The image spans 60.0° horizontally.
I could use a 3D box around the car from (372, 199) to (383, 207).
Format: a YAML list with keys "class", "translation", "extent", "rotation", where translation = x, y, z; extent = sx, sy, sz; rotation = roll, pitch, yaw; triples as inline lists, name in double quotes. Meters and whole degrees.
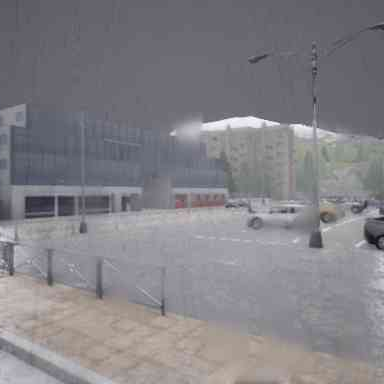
- class: "car"
  translation: [28.232, 1.637, 52.842]
  extent: [3.633, 1.501, 1.845]
  rotation: [-1, 0, 35]

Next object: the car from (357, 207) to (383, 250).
- class: "car"
  translation: [8.815, 1.488, 12.227]
  extent: [4.514, 1.523, 2.007]
  rotation: [-1, 0, 35]

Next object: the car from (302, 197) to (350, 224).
- class: "car"
  translation: [8.628, 1.413, 24.714]
  extent: [5.027, 1.636, 2.152]
  rotation: [-1, 0, 35]

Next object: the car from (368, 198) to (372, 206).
- class: "car"
  translation: [17.371, 1.361, 37.762]
  extent: [4.605, 1.855, 1.932]
  rotation: [-1, 0, 35]

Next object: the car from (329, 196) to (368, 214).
- class: "car"
  translation: [16.027, 1.337, 35.153]
  extent: [3.866, 1.878, 1.905]
  rotation: [-1, 0, 35]

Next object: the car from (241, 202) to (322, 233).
- class: "car"
  translation: [5.182, 1.488, 19.291]
  extent: [3.806, 1.475, 1.970]
  rotation: [-1, 0, 35]

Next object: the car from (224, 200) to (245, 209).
- class: "car"
  translation: [7.171, 1.957, 53.195]
  extent: [2.033, 1.411, 5.357]
  rotation: [-1, 0, 35]
